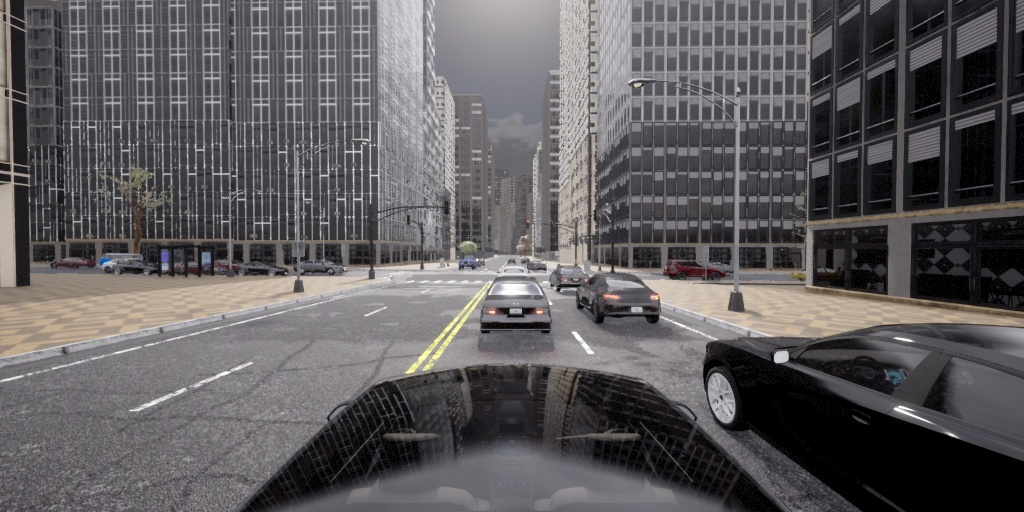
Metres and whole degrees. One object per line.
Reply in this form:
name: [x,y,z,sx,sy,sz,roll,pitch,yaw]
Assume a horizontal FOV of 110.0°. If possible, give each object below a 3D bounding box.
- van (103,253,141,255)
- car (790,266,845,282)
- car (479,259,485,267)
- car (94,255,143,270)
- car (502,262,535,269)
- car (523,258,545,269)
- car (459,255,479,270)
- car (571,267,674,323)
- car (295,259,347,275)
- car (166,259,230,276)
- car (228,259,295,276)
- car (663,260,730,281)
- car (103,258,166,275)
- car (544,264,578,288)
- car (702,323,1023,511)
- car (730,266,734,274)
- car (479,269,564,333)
van: [-45.305,0.605,41.608,3.998,1.789,1.690,0,0,1]
car: [27.628,1.578,31.950,4.829,1.417,1.751,0,0,1]
car: [-6.592,1.193,63.788,2.128,1.511,4.902,0,0,0]
car: [-37.960,0.951,35.668,4.674,1.442,1.812,1,1,2]
car: [0.092,1.266,20.228,1.812,1.442,4.674,0,0,0]
car: [3.104,1.256,45.403,2.033,1.411,5.357,0,0,-6]
car: [-6.621,0.935,53.870,2.150,2.045,5.566,0,0,0]
car: [3.347,1.271,11.906,1.812,1.442,4.674,0,0,0]
car: [-18.814,1.091,35.279,4.902,1.511,2.128,1,1,1]
car: [-28.429,1.138,32.782,4.207,1.307,1.802,0,0,1]
car: [-22.745,1.173,32.651,4.313,1.339,1.948,0,0,1]
car: [16.180,1.268,32.141,5.009,1.841,2.192,0,0,1]
car: [-34.110,1.069,32.952,4.313,1.339,1.948,0,0,1]
car: [3.344,1.287,21.317,2.033,1.411,5.357,0,0,0]
car: [3.345,1.227,2.560,1.882,1.535,5.008,0,0,0]
car: [20.691,1.392,37.843,4.902,1.511,2.128,1,1,1]
car: [0.097,1.294,10.637,2.033,1.411,5.357,0,0,0]
